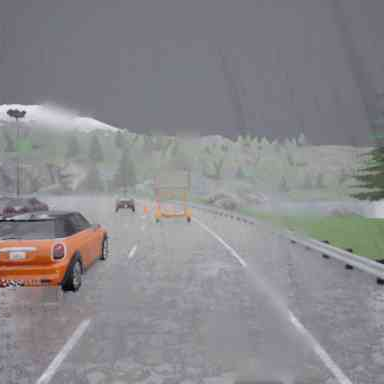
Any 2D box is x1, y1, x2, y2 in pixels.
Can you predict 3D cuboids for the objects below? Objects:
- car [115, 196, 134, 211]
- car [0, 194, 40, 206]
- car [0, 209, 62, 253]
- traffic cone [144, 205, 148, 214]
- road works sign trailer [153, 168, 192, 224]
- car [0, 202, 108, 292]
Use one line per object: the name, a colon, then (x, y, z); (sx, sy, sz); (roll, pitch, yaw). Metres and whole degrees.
car: (-7.079, 1.185, 35.042); (1.812, 1.442, 4.674); (-1, 1, -13)
car: (-12.399, 1.208, 25.091); (2.097, 1.767, 4.553); (-1, 1, -9)
car: (-7.310, 1.521, 14.312); (1.895, 1.301, 4.718); (-1, 1, -5)
traffic cone: (-3.942, 1.647, 29.045); (0.340, 0.580, 0.340); (-1, 1, -9)
road works sign trailer: (-1.353, 0.203, 22.363); (2.380, 3.560, 2.880); (-1, 1, -9)
car: (-3.655, 1.289, 8.885); (2.097, 1.767, 4.553); (-1, 1, -3)
